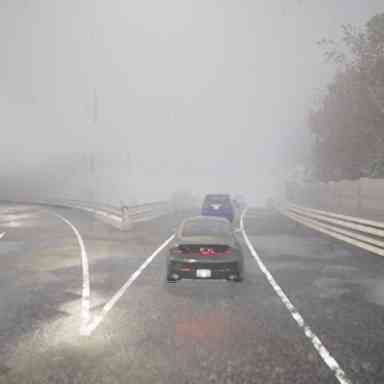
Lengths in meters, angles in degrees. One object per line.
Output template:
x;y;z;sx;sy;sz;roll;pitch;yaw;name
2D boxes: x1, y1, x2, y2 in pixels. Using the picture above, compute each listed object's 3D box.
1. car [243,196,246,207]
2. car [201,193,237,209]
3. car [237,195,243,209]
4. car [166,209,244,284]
7.209;1.720;53.109;1.895;1.301;4.718;0;-2;11;car
1.974;1.095;24.194;2.150;2.045;5.566;0;0;9;car
5.134;1.392;42.293;1.812;1.442;4.674;0;-1;11;car
0.398;1.455;9.497;1.837;1.490;4.892;0;1;4;car
